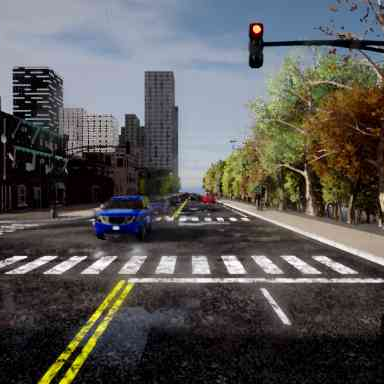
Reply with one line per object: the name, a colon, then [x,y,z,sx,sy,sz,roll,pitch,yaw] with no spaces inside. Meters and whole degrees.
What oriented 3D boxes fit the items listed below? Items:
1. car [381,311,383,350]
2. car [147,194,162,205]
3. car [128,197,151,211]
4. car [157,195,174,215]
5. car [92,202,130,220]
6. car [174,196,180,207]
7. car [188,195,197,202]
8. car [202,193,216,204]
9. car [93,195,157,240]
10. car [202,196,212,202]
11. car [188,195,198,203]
car: [3.355,1.491,2.362,2.128,1.511,4.902,0,0,0]
car: [-6.489,1.331,57.528,2.097,1.767,4.553,0,0,0]
car: [-6.533,1.478,41.902,2.128,1.511,4.902,0,0,0]
car: [-3.295,1.342,33.252,2.097,1.767,4.553,0,0,0]
car: [-6.894,1.593,28.832,1.895,1.301,4.718,0,0,4]
car: [-3.265,1.584,50.007,1.895,1.301,4.718,0,0,0]
car: [0.125,1.447,76.516,1.882,1.535,5.008,0,0,0]
car: [3.449,1.197,65.309,2.150,2.045,5.566,0,0,1]
car: [-3.324,1.217,17.325,2.150,2.045,5.566,0,0,0]
car: [3.371,1.522,75.893,1.994,1.385,4.181,0,0,0]
car: [0.204,1.467,66.209,2.128,1.511,4.902,0,0,0]
